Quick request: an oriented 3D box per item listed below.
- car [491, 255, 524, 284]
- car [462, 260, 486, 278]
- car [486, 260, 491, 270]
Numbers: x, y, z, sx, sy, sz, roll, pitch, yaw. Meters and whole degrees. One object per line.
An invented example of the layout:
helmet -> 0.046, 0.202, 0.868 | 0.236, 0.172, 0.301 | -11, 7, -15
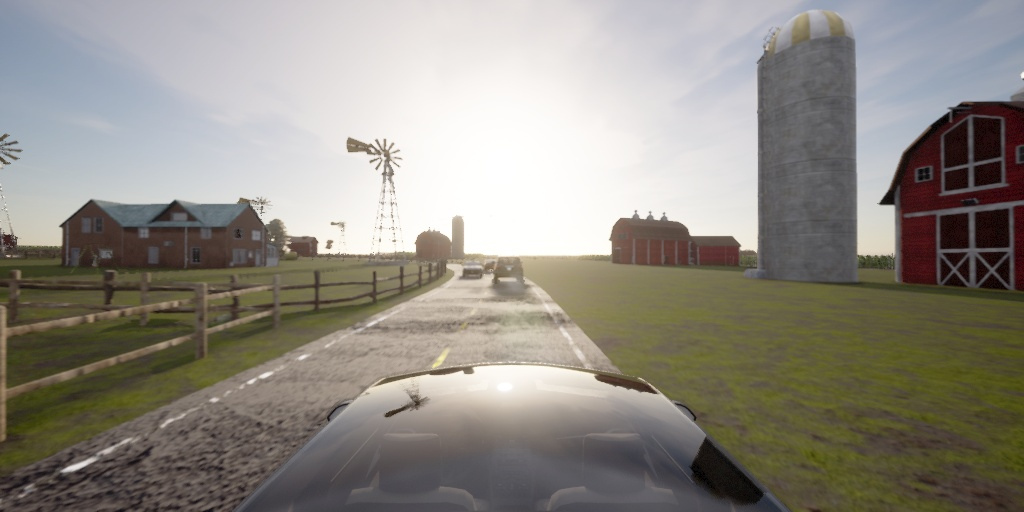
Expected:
car -> -0.337, 0.968, 27.519 | 2.150, 2.045, 5.566 | 0, 0, -3
car -> -3.800, 1.211, 34.734 | 1.882, 1.535, 5.008 | 0, 0, -6
car -> -2.838, 1.202, 46.609 | 1.882, 1.535, 5.008 | 0, 0, -11
